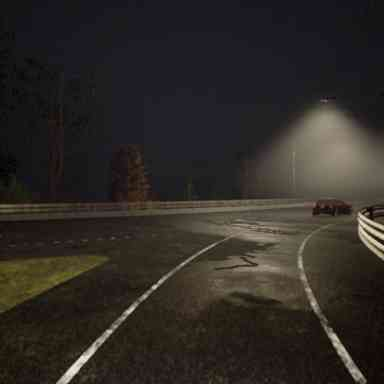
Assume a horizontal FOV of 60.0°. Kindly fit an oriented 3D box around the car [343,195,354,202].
[{"bbox_3d":[36.838,1.498,78.480,1.837,1.490,4.892,0,0,18],"label":"car"}]

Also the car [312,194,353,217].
[{"bbox_3d":[13.159,1.349,31.032,4.553,1.767,2.097,0,0,-43],"label":"car"}]
